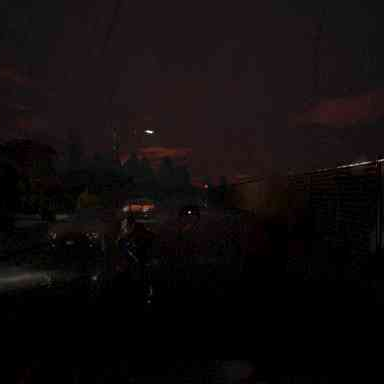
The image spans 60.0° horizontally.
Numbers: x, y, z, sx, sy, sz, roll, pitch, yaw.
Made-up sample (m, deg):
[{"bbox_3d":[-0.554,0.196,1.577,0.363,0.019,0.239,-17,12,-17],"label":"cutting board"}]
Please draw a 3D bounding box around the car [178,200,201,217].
[{"bbox_3d":[-0.237,1.505,31.063,1.837,1.490,4.892,0,0,-1],"label":"car"}]

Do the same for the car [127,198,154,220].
[{"bbox_3d":[-4.375,1.352,27.546,2.097,1.767,4.553,0,0,0],"label":"car"}]

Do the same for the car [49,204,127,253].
[{"bbox_3d":[-4.239,1.478,13.970,1.882,1.535,5.008,0,0,-1],"label":"car"}]

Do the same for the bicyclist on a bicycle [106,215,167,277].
[{"bbox_3d":[-1.483,1.449,8.896,1.656,1.620,0.582,-1,0,1],"label":"bicyclist on a bicycle"}]

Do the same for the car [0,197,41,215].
[{"bbox_3d":[-14.869,1.174,28.344,3.633,1.501,1.845,0,0,-3],"label":"car"}]
